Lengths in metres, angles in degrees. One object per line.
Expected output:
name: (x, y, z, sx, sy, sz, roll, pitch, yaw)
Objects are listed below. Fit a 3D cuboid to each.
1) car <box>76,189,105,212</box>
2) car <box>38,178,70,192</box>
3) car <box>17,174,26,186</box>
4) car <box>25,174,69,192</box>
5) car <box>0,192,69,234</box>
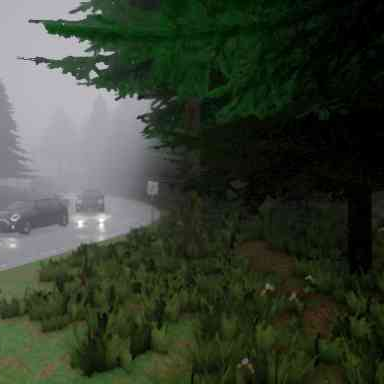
car: (-8.396, 0.600, 27.727, 2.097, 1.767, 4.553, 0, 4, -14)
car: (-18.874, -0.931, 45.325, 4.892, 1.490, 1.837, 6, 4, 37)
car: (-26.252, -2.102, 52.334, 2.150, 2.045, 5.566, 0, 5, -30)
car: (-17.251, -0.866, 40.074, 5.566, 2.045, 2.150, 6, 3, 34)
car: (-8.724, 1.146, 17.878, 2.097, 1.767, 4.553, 0, 2, 14)
